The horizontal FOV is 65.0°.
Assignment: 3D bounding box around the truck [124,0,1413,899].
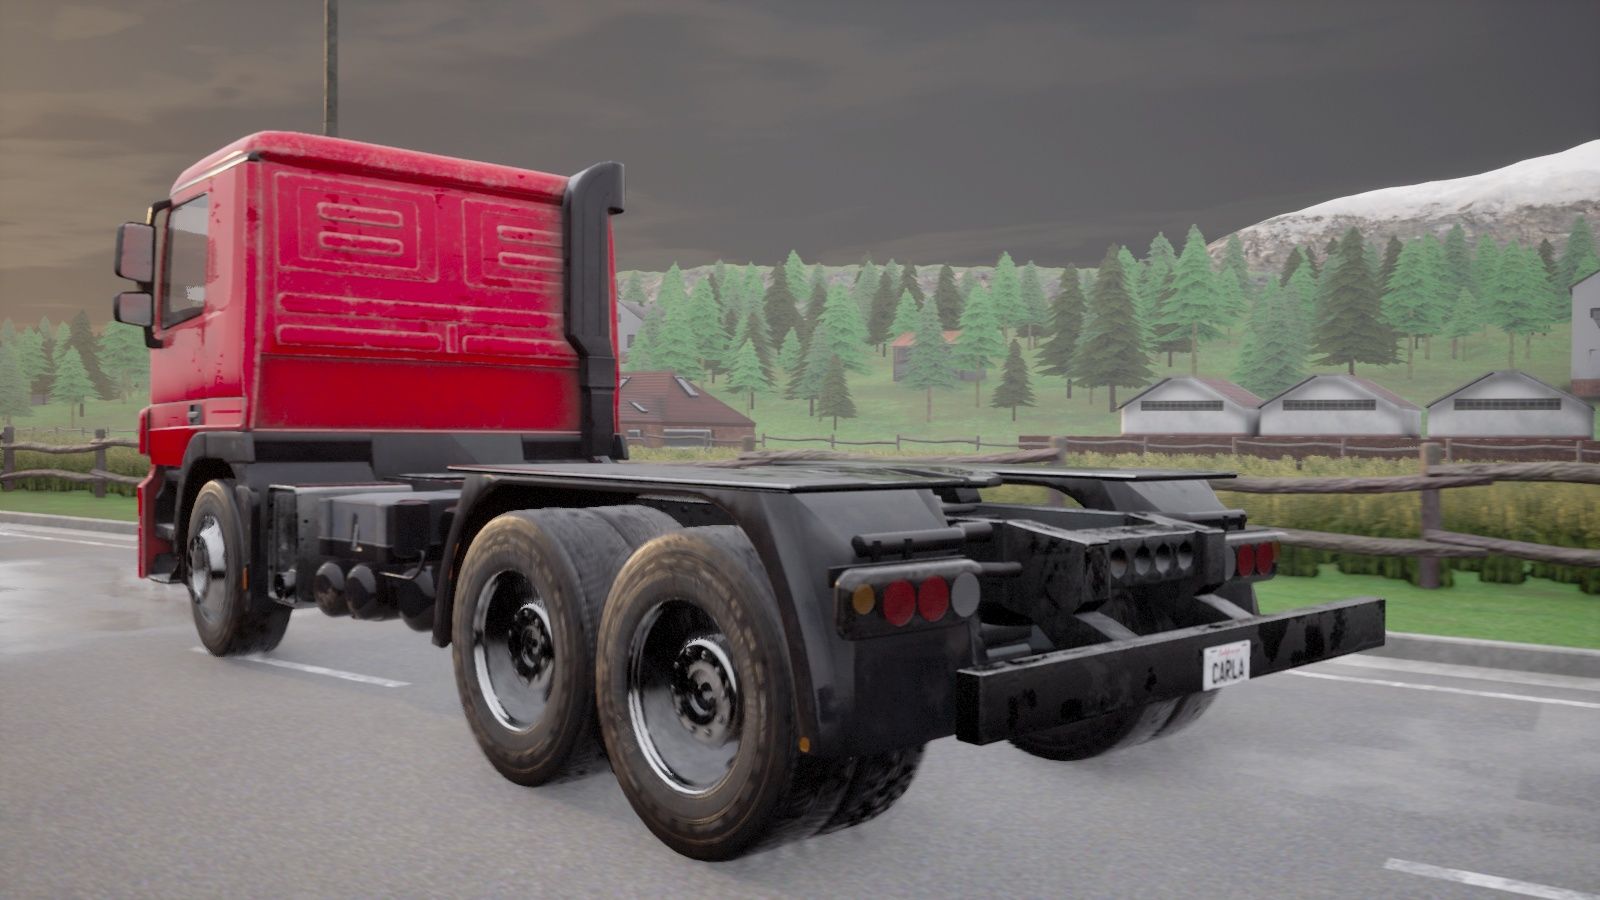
[{"bbox_3d":[-1.182,-0.338,7.211,2.891,3.462,7.936,-1,1,-42],"label":"truck"}]
